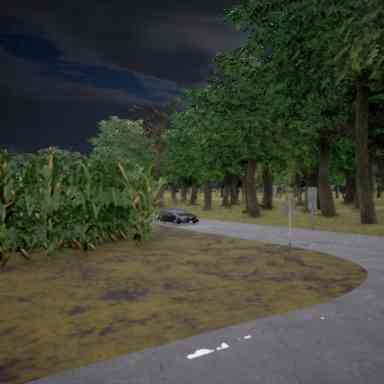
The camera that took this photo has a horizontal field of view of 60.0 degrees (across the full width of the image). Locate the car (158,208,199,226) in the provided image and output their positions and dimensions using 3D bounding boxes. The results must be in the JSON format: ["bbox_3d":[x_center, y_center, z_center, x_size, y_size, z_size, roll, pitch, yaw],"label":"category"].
[{"bbox_3d":[-1.378,2.220,30.550,2.033,1.411,5.357,-1,-1,-29],"label":"car"}]
